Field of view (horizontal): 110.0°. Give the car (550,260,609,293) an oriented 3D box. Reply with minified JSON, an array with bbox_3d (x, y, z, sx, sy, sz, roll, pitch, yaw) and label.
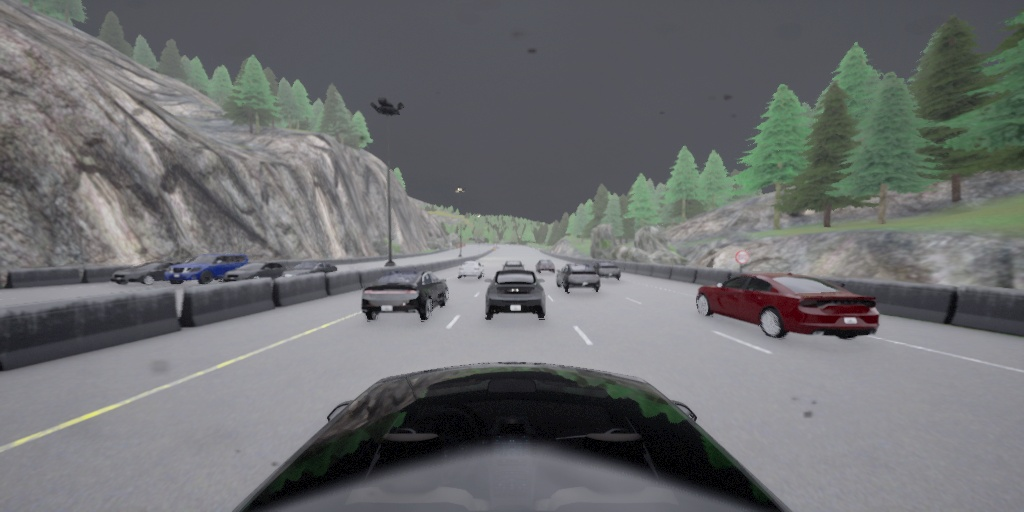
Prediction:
[{"bbox_3d":[3.608,1.161,20.140,2.128,1.511,4.902,0,0,0],"label":"car"}]

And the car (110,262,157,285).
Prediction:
[{"bbox_3d":[-24.494,1.159,24.768,1.837,1.490,4.892,0,0,0],"label":"car"}]

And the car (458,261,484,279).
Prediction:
[{"bbox_3d":[-3.387,1.144,30.268,1.812,1.442,4.674,0,0,0],"label":"car"}]

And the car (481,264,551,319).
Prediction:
[{"bbox_3d":[0.104,1.207,12.543,1.837,1.490,4.892,0,0,0],"label":"car"}]

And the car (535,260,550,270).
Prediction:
[{"bbox_3d":[3.617,1.097,39.356,2.033,1.411,5.357,0,1,0],"label":"car"}]

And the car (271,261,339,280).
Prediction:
[{"bbox_3d":[-13.991,1.143,25.085,2.128,1.511,4.902,0,0,0],"label":"car"}]

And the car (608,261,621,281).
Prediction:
[{"bbox_3d":[7.112,1.122,28.315,2.128,1.511,4.902,0,0,0],"label":"car"}]

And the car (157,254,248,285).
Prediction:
[{"bbox_3d":[-20.990,0.864,25.207,2.150,2.045,5.566,0,0,0],"label":"car"}]

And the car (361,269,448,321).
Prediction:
[{"bbox_3d":[-3.396,1.196,12.163,2.128,1.511,4.902,0,0,0],"label":"car"}]

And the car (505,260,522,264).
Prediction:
[{"bbox_3d":[0.113,1.106,30.904,2.128,1.511,4.902,0,0,0],"label":"car"}]

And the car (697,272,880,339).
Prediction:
[{"bbox_3d":[7.103,1.192,9.996,1.882,1.535,5.008,0,0,0],"label":"car"}]

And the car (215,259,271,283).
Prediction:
[{"bbox_3d":[-17.493,1.161,24.856,1.837,1.490,4.892,0,0,0],"label":"car"}]
